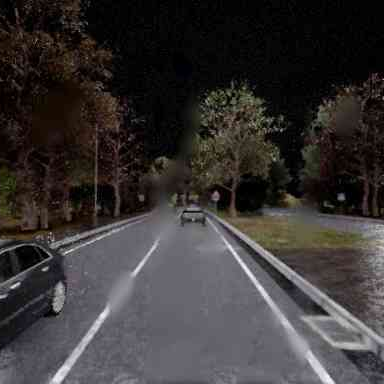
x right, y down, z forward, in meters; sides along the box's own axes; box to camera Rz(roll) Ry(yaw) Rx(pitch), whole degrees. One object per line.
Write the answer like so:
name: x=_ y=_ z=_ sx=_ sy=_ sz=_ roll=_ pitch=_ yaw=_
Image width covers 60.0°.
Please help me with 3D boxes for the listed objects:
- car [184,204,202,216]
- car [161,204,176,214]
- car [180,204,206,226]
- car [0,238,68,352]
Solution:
car: x=0.098 y=2.284 z=42.734 sx=2.128 sy=1.511 sz=4.902 roll=0 pitch=-2 yaw=0
car: x=-3.323 y=2.499 z=48.442 sx=1.812 sy=1.442 sz=4.674 roll=0 pitch=-2 yaw=0
car: x=0.099 y=1.841 z=26.313 sx=2.128 sy=1.511 sz=4.902 roll=0 pitch=-1 yaw=0
car: x=-3.351 y=1.527 z=4.730 sx=1.837 sy=1.490 sz=4.892 roll=0 pitch=0 yaw=0
